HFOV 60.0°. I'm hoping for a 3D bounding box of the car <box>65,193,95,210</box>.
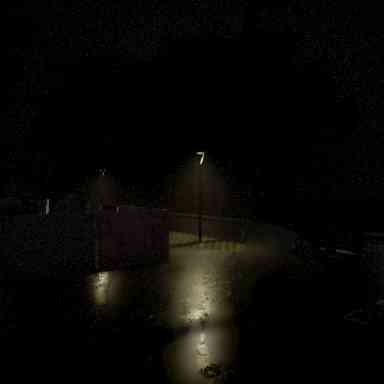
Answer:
[{"bbox_3d":[-12.742,1.139,37.734,2.150,2.045,5.566,0,0,-35],"label":"car"}]
